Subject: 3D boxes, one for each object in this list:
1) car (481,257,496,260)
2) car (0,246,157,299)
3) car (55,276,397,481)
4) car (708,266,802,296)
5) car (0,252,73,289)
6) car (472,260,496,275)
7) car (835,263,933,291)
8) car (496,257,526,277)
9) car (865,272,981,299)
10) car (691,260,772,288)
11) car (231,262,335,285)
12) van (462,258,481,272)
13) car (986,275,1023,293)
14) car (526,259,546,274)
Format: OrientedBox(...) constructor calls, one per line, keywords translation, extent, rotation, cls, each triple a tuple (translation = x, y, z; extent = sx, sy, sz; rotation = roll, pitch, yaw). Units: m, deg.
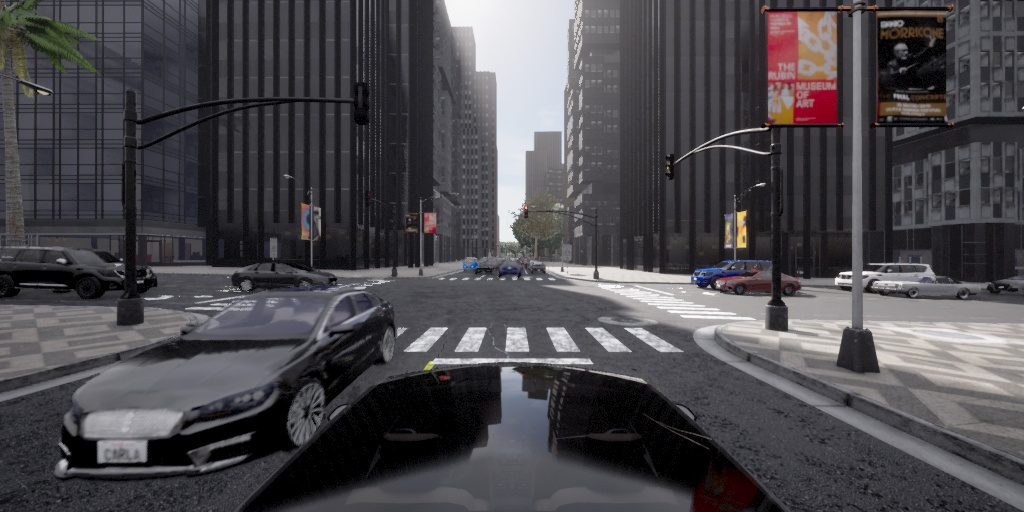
OrientedBox(translation=(-2.789, 1.113, 49.270), extent=(2.097, 1.767, 4.553), rotation=(0, 0, 1), cls="car")
OrientedBox(translation=(-18.487, 0.657, 15.107), extent=(5.566, 2.045, 2.150), rotation=(2, 0, -2), cls="car")
OrientedBox(translation=(-3.108, 1.242, 5.207), extent=(2.128, 1.511, 4.902), rotation=(0, 0, -3), cls="car")
OrientedBox(translation=(14.844, 1.579, 21.701), extent=(4.674, 1.442, 1.812), rotation=(1, 0, 0), cls="car")
OrientedBox(translation=(-26.104, 0.665, 18.420), extent=(4.553, 1.767, 2.097), rotation=(1, 0, 0), cls="car")
OrientedBox(translation=(-2.896, 1.358, 38.986), extent=(1.895, 1.301, 4.718), rotation=(0, 0, 1), cls="car")
OrientedBox(translation=(25.887, 1.488, 24.904), extent=(5.566, 2.045, 2.150), rotation=(1, 0, 0), cls="car")
OrientedBox(translation=(-0.035, 1.106, 34.998), extent=(2.097, 1.767, 4.553), rotation=(0, 0, 5), cls="car")
OrientedBox(translation=(24.824, 1.841, 21.660), extent=(4.718, 1.301, 1.895), rotation=(1, 0, 0), cls="car")
OrientedBox(translation=(15.530, 1.294, 24.943), extent=(5.566, 2.045, 2.150), rotation=(1, 0, 0), cls="car")
OrientedBox(translation=(-11.534, 1.074, 18.359), extent=(4.892, 1.490, 1.837), rotation=(1, 0, 0), cls="car")
OrientedBox(translation=(-5.482, 1.101, 47.366), extent=(1.690, 1.789, 3.998), rotation=(0, 0, 1), cls="van")
OrientedBox(translation=(35.928, 2.022, 24.853), extent=(4.181, 1.385, 1.994), rotation=(1, 0, 0), cls="car")
OrientedBox(translation=(2.988, 1.308, 41.771), extent=(2.007, 1.370, 4.403), rotation=(0, 0, 1), cls="car")
